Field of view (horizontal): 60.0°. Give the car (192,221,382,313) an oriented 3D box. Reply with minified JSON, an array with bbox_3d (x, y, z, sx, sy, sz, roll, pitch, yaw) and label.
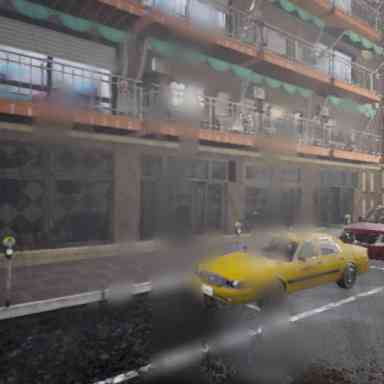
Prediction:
[{"bbox_3d":[2.256,1.542,7.704,4.829,1.417,1.752,0,1,-35],"label":"car"}]

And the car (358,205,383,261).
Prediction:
[{"bbox_3d":[7.011,1.348,11.097,5.009,1.841,2.192,0,1,-35],"label":"car"}]
